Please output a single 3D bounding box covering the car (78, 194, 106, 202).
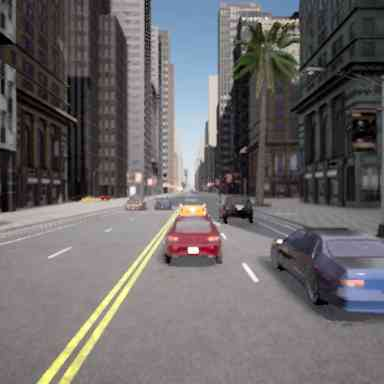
[{"bbox_3d":[-23.877,1.733,79.445,4.829,1.417,1.752,-1,1,0],"label":"car"}]

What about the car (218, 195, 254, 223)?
[{"bbox_3d":[3.302,1.204,25.549,2.150,2.045,5.566,0,0,0],"label":"car"}]

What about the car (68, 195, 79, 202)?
[{"bbox_3d":[-29.111,1.543,87.984,5.009,1.841,2.192,-1,1,0],"label":"car"}]

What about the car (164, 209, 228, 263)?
[{"bbox_3d":[0.064,1.517,11.817,1.812,1.442,4.674,0,0,1],"label":"car"}]

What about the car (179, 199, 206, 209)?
[{"bbox_3d":[0.054,1.330,26.341,2.097,1.767,4.553,0,0,0],"label":"car"}]

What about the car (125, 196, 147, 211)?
[{"bbox_3d":[-6.612,1.313,39.539,2.097,1.767,4.553,0,0,0],"label":"car"}]

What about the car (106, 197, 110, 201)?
[{"bbox_3d":[-24.021,1.704,87.973,4.507,1.381,1.887,-1,1,0],"label":"car"}]

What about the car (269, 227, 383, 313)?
[{"bbox_3d":[3.287,1.542,7.932,2.033,1.411,5.357,0,0,0],"label":"car"}]

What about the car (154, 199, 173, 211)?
[{"bbox_3d":[-3.363,1.526,39.729,1.994,1.385,4.181,0,0,0],"label":"car"}]
